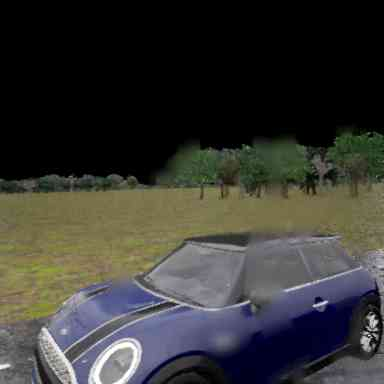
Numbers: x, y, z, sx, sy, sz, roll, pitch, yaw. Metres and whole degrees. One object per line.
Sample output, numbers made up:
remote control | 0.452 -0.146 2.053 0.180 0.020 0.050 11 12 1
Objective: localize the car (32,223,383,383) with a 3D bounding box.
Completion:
car | 0.470 1.356 4.330 4.553 1.767 2.097 0 0 -36
